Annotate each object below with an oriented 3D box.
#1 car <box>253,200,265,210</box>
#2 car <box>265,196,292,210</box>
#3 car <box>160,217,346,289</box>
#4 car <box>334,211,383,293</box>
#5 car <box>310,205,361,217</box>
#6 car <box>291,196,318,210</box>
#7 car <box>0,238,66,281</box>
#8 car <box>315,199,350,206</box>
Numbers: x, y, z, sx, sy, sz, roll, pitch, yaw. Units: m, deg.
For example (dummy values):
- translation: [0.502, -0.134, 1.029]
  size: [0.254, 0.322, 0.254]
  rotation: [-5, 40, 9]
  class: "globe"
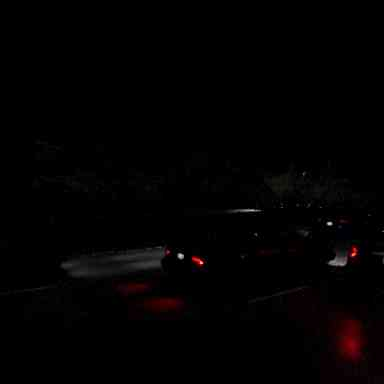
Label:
- translation: [10.297, 1.754, 45.607]
  size: [4.181, 1.385, 1.994]
  rotation: [1, 0, -35]
  class: "car"
- translation: [12.490, 1.525, 42.868]
  size: [5.566, 2.045, 2.150]
  rotation: [1, -1, -35]
  class: "car"
- translation: [1.772, 1.580, 9.302]
  size: [5.357, 1.411, 2.033]
  rotation: [0, 0, -35]
  class: "car"
- translation: [5.634, 1.395, 7.765]
  size: [4.553, 1.767, 2.097]
  rotation: [0, 0, -35]
  class: "car"
- translation: [8.884, 1.651, 18.680]
  size: [4.181, 1.385, 1.994]
  rotation: [0, 0, -35]
  class: "car"
- translation: [14.567, 1.590, 40.051]
  size: [4.553, 1.767, 2.097]
  rotation: [1, -1, -35]
  class: "car"
- translation: [-5.731, 1.601, 8.257]
  size: [4.718, 1.301, 1.895]
  rotation: [0, 0, -35]
  class: "car"
- translation: [16.183, 1.787, 36.910]
  size: [4.718, 1.301, 1.895]
  rotation: [1, -1, -35]
  class: "car"
